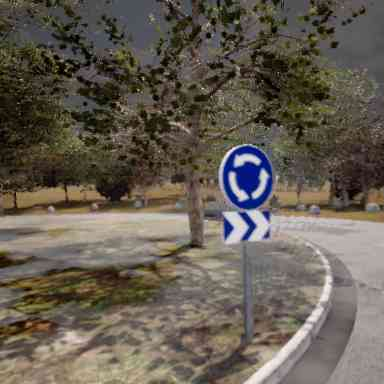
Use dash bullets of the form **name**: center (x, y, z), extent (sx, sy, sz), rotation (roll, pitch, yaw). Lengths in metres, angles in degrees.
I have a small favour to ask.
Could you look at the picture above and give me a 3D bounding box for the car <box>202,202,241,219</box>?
- **car**: center (2.228, 1.457, 26.111), extent (1.994, 1.385, 4.181), rotation (-1, -1, -41)
